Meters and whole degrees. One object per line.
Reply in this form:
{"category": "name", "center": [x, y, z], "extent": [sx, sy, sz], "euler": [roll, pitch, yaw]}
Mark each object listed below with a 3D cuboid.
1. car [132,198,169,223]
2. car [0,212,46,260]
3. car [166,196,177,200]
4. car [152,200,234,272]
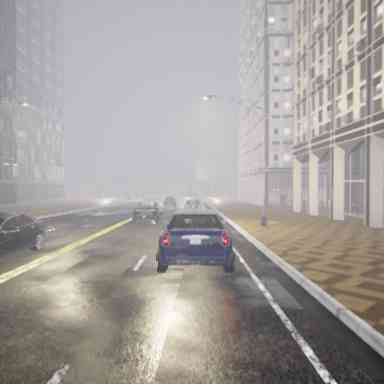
{"category": "car", "center": [-3.152, 1.415, 24.402], "extent": [2.128, 1.511, 4.902], "euler": [0, 0, 0]}
{"category": "car", "center": [-6.599, 1.473, 11.049], "extent": [1.837, 1.490, 4.892], "euler": [0, 0, 0]}
{"category": "car", "center": [-3.151, 1.366, 47.987], "extent": [1.812, 1.442, 4.674], "euler": [0, 0, 0]}
{"category": "car", "center": [0.096, 1.318, 10.849], "extent": [2.097, 1.767, 4.553], "euler": [0, 0, 0]}
